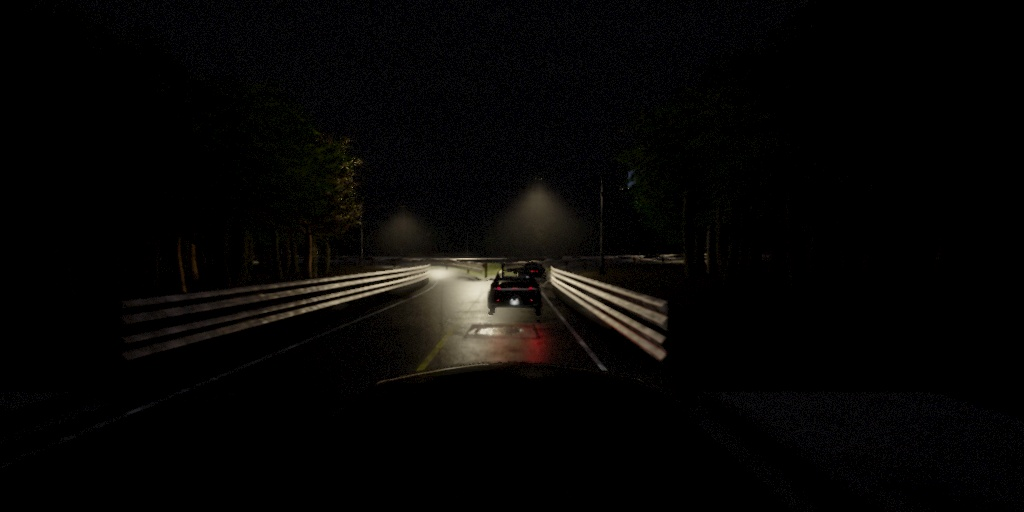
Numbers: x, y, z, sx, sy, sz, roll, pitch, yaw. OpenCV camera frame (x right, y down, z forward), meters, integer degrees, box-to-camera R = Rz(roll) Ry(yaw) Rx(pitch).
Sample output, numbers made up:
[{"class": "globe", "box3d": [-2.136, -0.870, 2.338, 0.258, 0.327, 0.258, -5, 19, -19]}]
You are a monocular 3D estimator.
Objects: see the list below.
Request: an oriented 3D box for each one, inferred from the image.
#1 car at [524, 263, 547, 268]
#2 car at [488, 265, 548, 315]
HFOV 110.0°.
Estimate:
[{"class": "car", "box3d": [1.808, 1.323, 29.954, 1.837, 1.490, 4.892, 0, 1, 12]}, {"class": "car", "box3d": [0.117, 1.277, 13.859, 2.128, 1.511, 4.902, 0, 0, 1]}]
